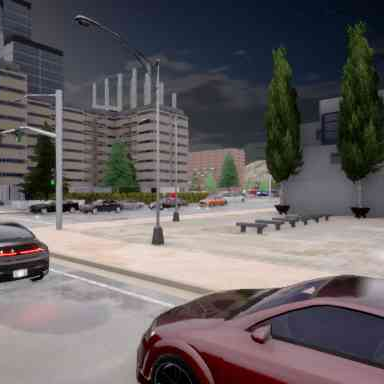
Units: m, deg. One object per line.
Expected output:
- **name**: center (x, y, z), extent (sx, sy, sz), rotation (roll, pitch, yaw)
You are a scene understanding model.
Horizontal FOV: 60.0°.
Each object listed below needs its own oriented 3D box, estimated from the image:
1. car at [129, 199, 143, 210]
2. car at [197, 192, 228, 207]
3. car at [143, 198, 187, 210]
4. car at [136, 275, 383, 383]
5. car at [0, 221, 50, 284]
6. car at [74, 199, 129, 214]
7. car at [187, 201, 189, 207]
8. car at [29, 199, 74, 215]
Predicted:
- **car**: center (-8.281, 1.601, 41.930), extent (1.895, 1.301, 4.718), rotation (0, 0, 40)
- **car**: center (3.023, 1.352, 49.835), extent (2.097, 1.767, 4.553), rotation (0, 0, 40)
- **car**: center (-3.379, 1.491, 42.300), extent (2.128, 1.511, 4.902), rotation (0, 0, 40)
- **car**: center (1.422, 1.564, 3.226), extent (4.181, 1.385, 1.994), rotation (0, 0, 37)
- **car**: center (-5.557, 1.505, 8.734), extent (4.892, 1.490, 1.837), rotation (0, 0, 40)
- **car**: center (-9.461, 1.505, 35.123), extent (1.837, 1.490, 4.892), rotation (0, 0, 40)
- **car**: center (-2.414, 1.564, 48.844), extent (1.994, 1.385, 4.181), rotation (0, 0, 41)
- **car**: center (-14.318, 1.478, 34.805), extent (1.882, 1.535, 5.008), rotation (0, 0, 40)
